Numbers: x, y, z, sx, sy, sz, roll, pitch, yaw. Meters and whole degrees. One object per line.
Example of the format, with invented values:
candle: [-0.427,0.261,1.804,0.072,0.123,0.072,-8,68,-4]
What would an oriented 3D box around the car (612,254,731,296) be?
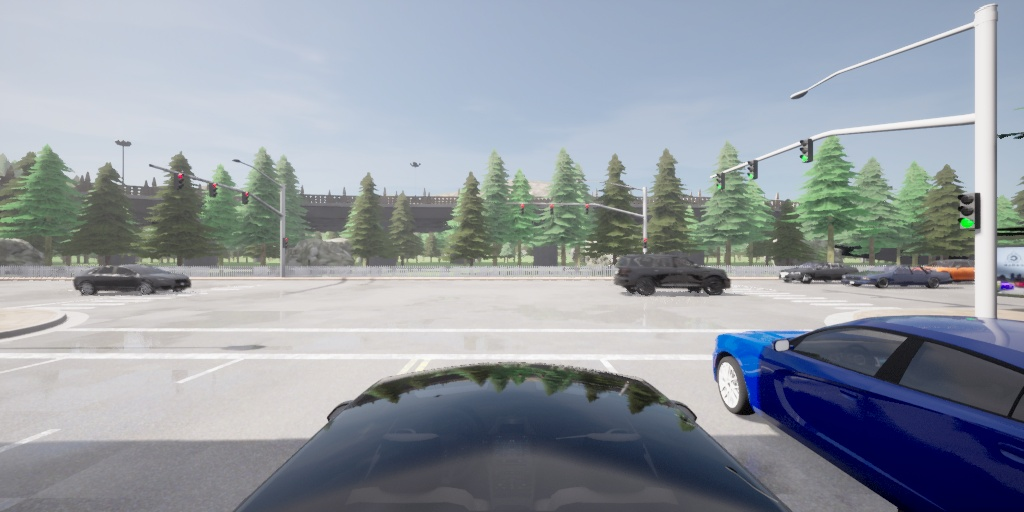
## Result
car: [8.012,0.931,18.330,5.566,2.045,2.150,0,0,0]

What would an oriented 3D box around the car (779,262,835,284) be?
car: [21.751,1.186,25.510,4.902,1.511,2.128,0,0,0]

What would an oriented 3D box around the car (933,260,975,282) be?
car: [30.842,1.046,25.358,4.553,1.767,2.097,0,0,2]

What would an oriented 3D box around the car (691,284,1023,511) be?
car: [3.641,1.228,2.940,1.882,1.535,5.008,0,0,2]

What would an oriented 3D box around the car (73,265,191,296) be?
car: [-19.314,1.201,18.357,4.892,1.490,1.837,-1,0,0]

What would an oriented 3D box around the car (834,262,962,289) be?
car: [23.559,1.242,22.025,5.357,1.411,2.033,0,0,0]
